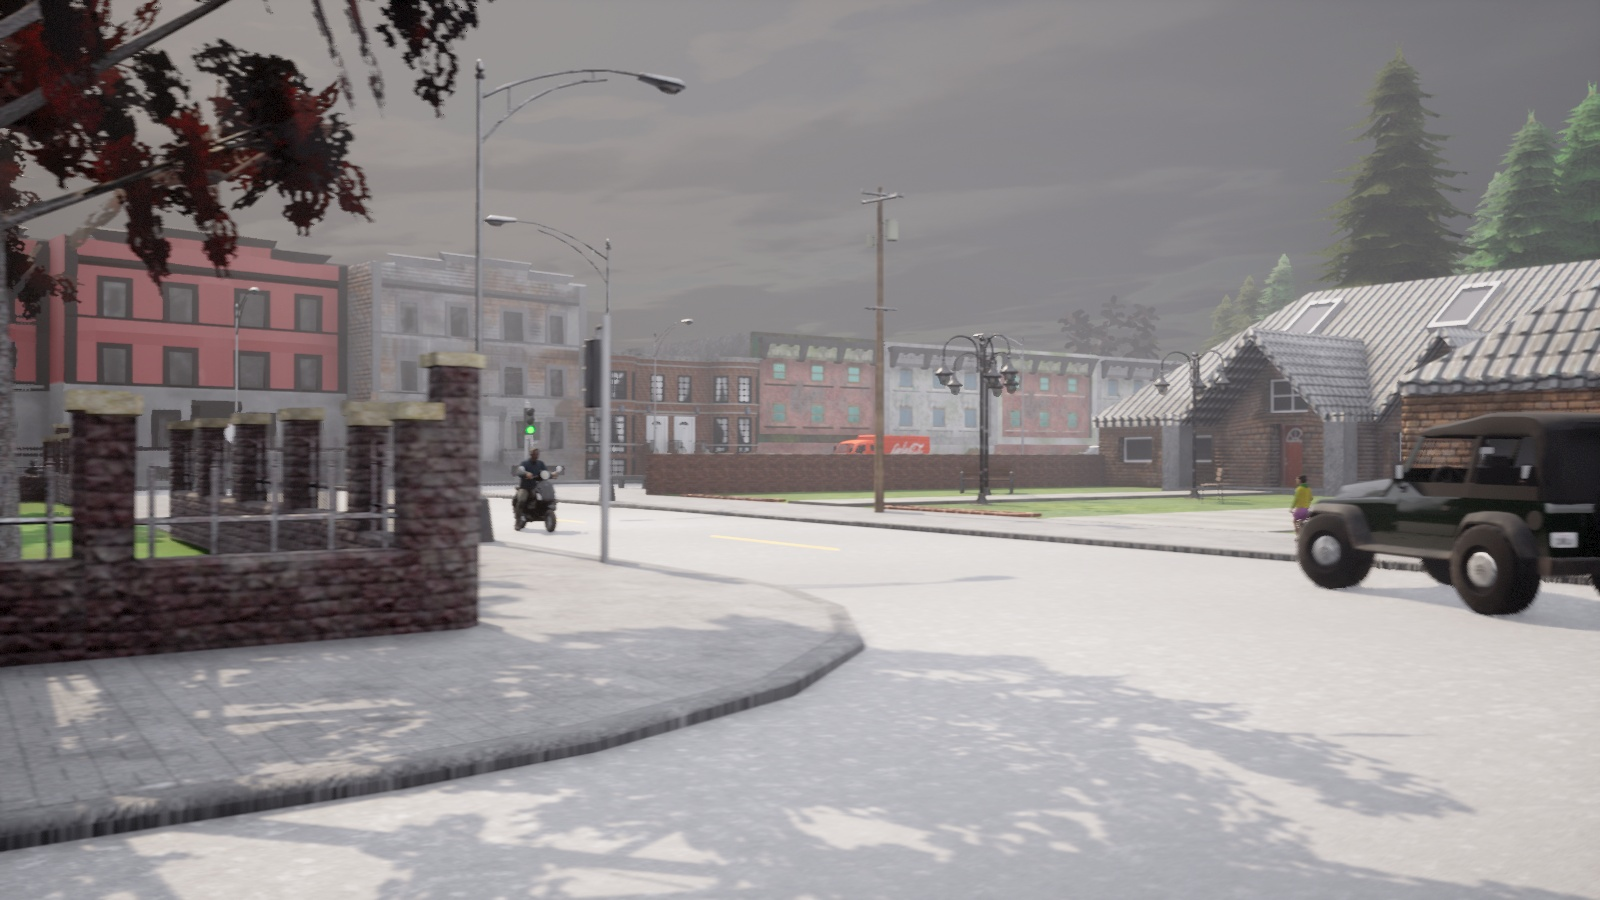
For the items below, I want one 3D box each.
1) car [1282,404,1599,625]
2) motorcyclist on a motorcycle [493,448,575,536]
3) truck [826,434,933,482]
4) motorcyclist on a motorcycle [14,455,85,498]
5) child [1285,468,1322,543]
[{"bbox_3d":[6.900,0.557,12.754,1.905,1.878,3.866,0,0,-13],"label":"car"},{"bbox_3d":[-5.066,0.767,23.857,0.866,1.590,1.817,0,0,-36],"label":"motorcyclist on a motorcycle"},{"bbox_3d":[4.298,0.412,67.333,5.204,2.467,2.627,0,0,-35],"label":"truck"},{"bbox_3d":[-27.129,0.948,45.434,2.191,1.530,0.866,0,0,-29],"label":"motorcyclist on a motorcycle"},{"bbox_3d":[7.905,0.862,19.720,0.299,1.160,0.473,0,0,-24],"label":"child"}]
